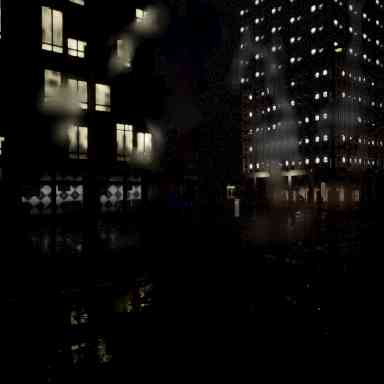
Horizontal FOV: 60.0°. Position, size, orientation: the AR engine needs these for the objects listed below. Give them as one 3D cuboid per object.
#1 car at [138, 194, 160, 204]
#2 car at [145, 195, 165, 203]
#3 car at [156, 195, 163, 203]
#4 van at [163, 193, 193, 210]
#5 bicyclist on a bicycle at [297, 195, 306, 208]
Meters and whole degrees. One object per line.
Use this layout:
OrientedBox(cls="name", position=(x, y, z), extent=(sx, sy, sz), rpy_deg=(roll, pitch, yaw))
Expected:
OrientedBox(cls="car", position=(-7.820, 1.203, 59.853), extent=(1.882, 1.535, 5.008), rpy_deg=(-1, 1, -34))
OrientedBox(cls="car", position=(-6.997, 1.237, 63.266), extent=(1.887, 1.381, 4.507), rpy_deg=(0, 0, -34))
OrientedBox(cls="car", position=(-3.887, 1.035, 58.682), extent=(2.192, 1.841, 5.009), rpy_deg=(0, 0, -34))
OrientedBox(cls="van", position=(-1.488, 1.210, 40.226), extent=(1.690, 1.788, 3.998), rpy_deg=(0, 0, -34))
OrientedBox(cls="bicyclist on a bicycle", position=(12.902, 1.117, 39.178), extent=(1.656, 1.620, 0.582), rpy_deg=(-1, 1, -34))
